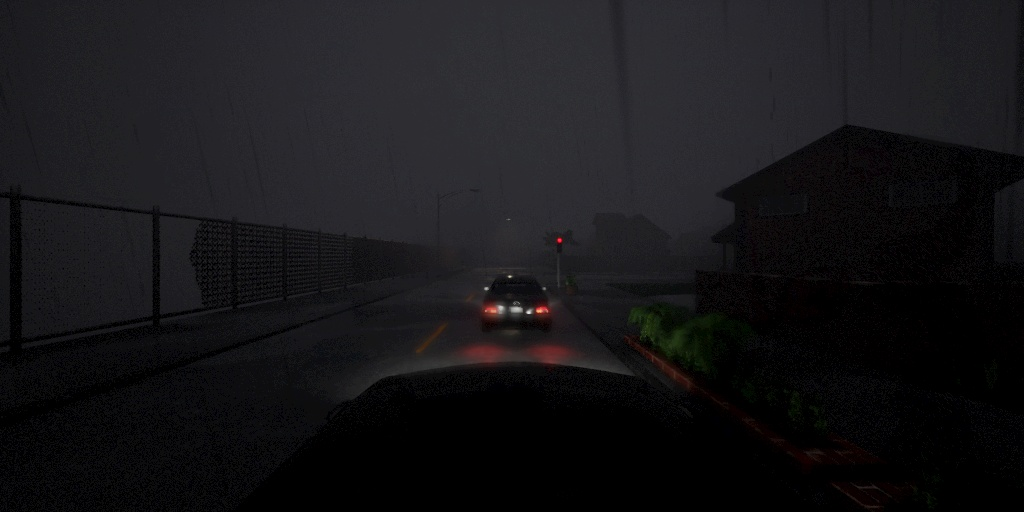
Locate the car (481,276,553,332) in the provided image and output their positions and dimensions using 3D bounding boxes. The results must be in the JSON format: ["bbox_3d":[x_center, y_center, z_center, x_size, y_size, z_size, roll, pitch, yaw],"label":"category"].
[{"bbox_3d":[0.116,1.297,10.780,2.033,1.411,5.357,0,0,0],"label":"car"}]
